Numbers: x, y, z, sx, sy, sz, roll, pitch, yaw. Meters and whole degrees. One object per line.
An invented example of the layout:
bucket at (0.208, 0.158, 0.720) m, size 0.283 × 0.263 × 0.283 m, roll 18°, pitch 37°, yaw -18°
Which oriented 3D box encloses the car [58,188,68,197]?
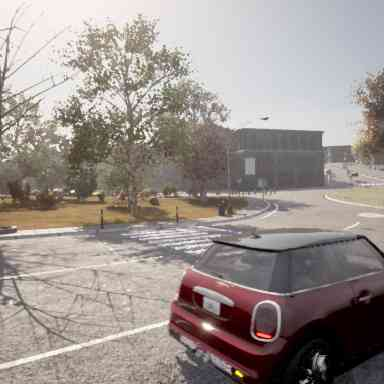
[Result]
car at (-23.947, 0.351, 67.215) m, size 2.163 × 1.488 × 4.792 m, roll -1°, pitch 2°, yaw 17°

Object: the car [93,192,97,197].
car at (-16.879, 0.287, 61.662) m, size 1.946 × 1.575 × 5.366 m, roll -1°, pitch 2°, yaw 17°

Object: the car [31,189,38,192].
car at (-33.330, 0.102, 74.536) m, size 2.185 × 1.767 × 4.553 m, roll 0°, pitch 2°, yaw 18°

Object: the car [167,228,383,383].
car at (1.955, 1.343, 5.139) m, size 4.553 × 1.767 × 2.097 m, roll 0°, pitch 0°, yaw -36°

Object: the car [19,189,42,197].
car at (-37.946, 0.151, 78.285) m, size 2.097 × 1.535 × 5.008 m, roll 0°, pitch 3°, yaw 19°

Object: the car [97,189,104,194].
car at (-14.467, 0.125, 60.034) m, size 2.185 × 1.767 × 4.553 m, roll -2°, pitch 2°, yaw 16°

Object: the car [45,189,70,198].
car at (-28.652, 0.294, 70.883) m, size 2.231 × 1.521 × 4.892 m, roll -1°, pitch 2°, yaw 18°

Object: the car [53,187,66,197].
car at (-26.308, 0.062, 69.023) m, size 2.435 × 2.045 × 5.566 m, roll 0°, pitch 2°, yaw 18°

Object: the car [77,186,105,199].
car at (-19.216, 0.054, 63.657) m, size 2.435 × 2.045 × 5.566 m, roll -2°, pitch 2°, yaw 17°
